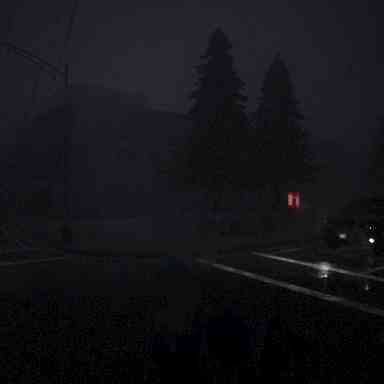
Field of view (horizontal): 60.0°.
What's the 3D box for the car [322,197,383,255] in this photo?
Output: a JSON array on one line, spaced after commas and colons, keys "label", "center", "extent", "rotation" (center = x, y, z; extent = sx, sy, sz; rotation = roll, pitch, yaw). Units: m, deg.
[{"label": "car", "center": [7.698, 1.248, 13.745], "extent": [5.566, 2.045, 2.150], "rotation": [0, 0, -37]}]
